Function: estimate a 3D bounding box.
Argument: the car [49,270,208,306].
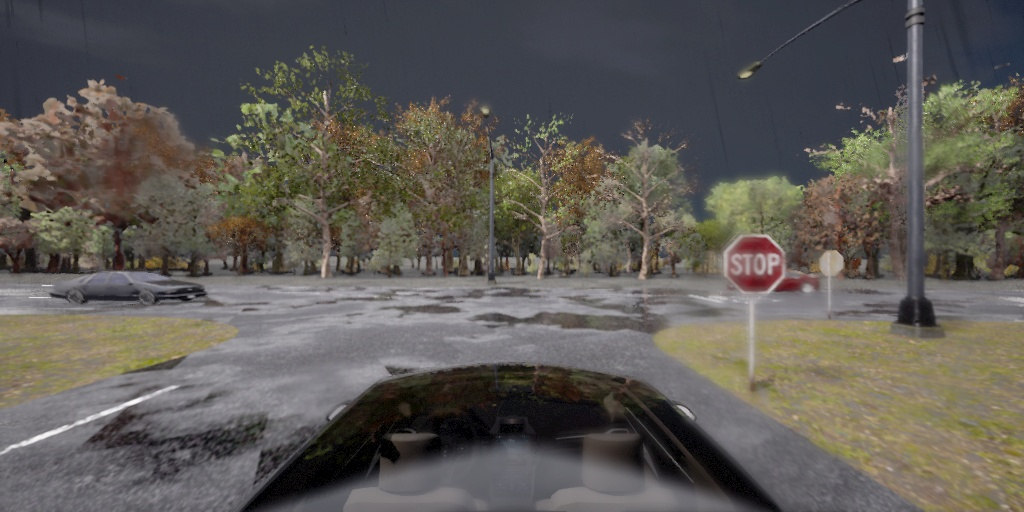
[{"bbox_3d":[-16.413,1.335,15.449,5.357,1.411,2.033,0,-1,1],"label":"car"}]

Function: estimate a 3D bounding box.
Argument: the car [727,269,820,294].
[{"bbox_3d":[16.090,1.567,22.197,5.008,1.535,1.882,-1,-1,1],"label":"car"}]
